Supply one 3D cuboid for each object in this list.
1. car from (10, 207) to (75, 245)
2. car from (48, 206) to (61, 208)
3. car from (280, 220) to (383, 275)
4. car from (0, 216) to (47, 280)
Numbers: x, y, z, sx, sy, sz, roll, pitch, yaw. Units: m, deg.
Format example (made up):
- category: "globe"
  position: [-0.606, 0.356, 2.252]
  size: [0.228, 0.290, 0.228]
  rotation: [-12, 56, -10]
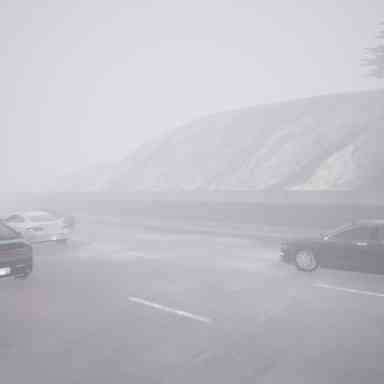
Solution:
- category: "car"
  position: [-7.096, 1.554, 14.455]
  size: [4.674, 1.442, 1.812]
  rotation: [0, 0, 41]
- category: "car"
  position: [-9.180, 1.607, 21.232]
  size: [4.181, 1.385, 1.994]
  rotation: [0, 0, 44]
- category: "car"
  position: [4.906, 1.538, 9.191]
  size: [4.892, 1.490, 1.837]
  rotation: [0, 0, 36]
- category: "car"
  position: [-6.063, 1.520, 8.938]
  size: [4.892, 1.490, 1.837]
  rotation: [0, 0, 40]
